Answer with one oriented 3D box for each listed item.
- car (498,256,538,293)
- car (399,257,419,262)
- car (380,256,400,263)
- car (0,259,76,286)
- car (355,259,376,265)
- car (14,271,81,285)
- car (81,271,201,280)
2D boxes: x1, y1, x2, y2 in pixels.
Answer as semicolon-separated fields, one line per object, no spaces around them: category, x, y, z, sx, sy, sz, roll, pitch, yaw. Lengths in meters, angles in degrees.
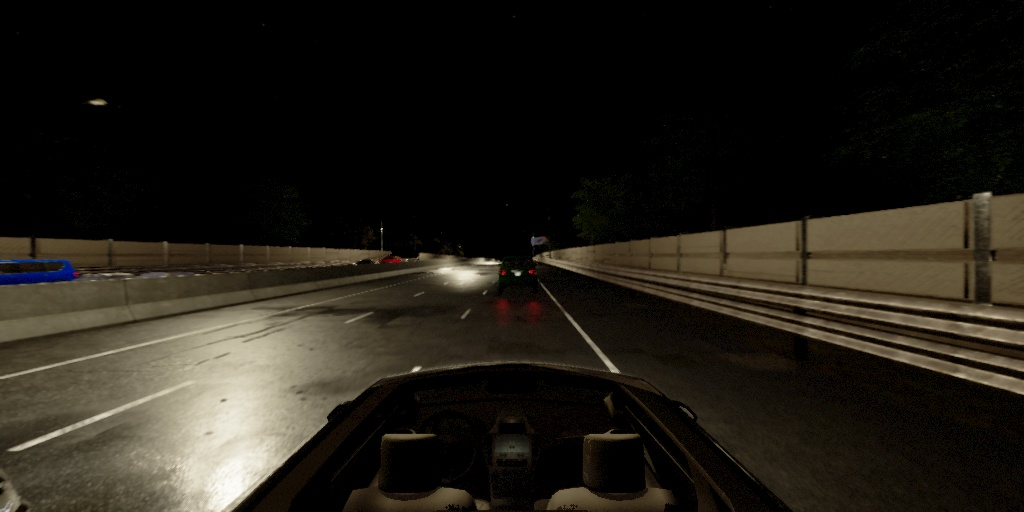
car;0.338;0.993;20.961;2.150;2.045;5.566;0;0;1
car;-16.680;1.250;60.014;2.128;1.511;4.902;0;0;1
car;-20.176;1.003;59.914;2.150;2.045;5.566;0;0;1
car;-24.405;1.195;16.944;2.150;2.045;5.566;0;0;1
car;-23.709;1.313;58.241;1.837;1.490;4.892;0;0;1
car;-20.884;1.545;18.156;1.895;1.301;4.718;0;0;1
car;-17.387;1.464;18.092;2.033;1.411;5.357;0;0;1
